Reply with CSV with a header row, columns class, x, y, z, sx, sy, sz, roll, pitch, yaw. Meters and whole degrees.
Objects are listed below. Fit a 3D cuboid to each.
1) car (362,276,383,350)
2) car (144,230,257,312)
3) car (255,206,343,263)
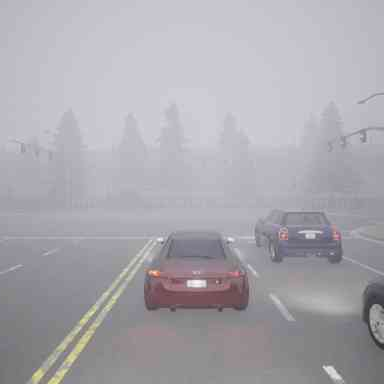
class,x,y,z,sx,sy,sz,roll,pitch,yaw
car,3.592,1.505,3.315,1.837,1.490,4.892,0,0,0
car,0.081,1.564,7.788,1.994,1.385,4.181,0,0,0
car,3.636,1.352,12.159,2.097,1.767,4.553,0,0,2
